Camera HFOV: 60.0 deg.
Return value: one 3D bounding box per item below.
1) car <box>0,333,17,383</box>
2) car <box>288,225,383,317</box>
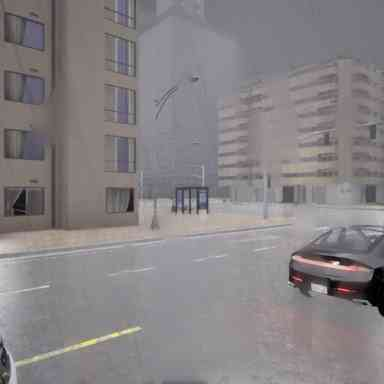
[{"bbox_3d":[-3.821,1.221,1.319,5.566,2.045,2.150,0,0,-32],"label":"car"},{"bbox_3d":[4.130,1.492,7.394,4.902,1.511,2.128,0,0,-39],"label":"car"}]
